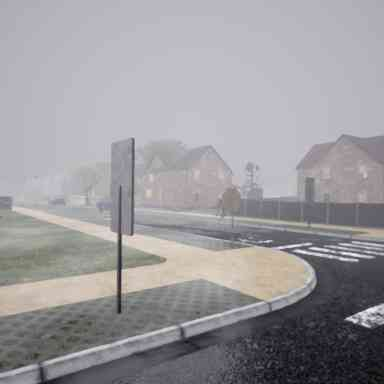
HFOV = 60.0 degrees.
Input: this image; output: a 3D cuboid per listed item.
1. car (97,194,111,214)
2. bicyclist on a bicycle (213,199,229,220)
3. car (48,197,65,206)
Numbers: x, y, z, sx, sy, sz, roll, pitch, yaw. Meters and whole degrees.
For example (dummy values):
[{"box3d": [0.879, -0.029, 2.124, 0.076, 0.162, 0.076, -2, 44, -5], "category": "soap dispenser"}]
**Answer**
[{"box3d": [-8.384, 1.235, 35.839, 2.150, 2.045, 5.566, 1, -1, -36], "category": "car"}, {"box3d": [2.296, 1.347, 25.991, 1.656, 1.620, 0.582, 0, 0, -36], "category": "bicyclist on a bicycle"}, {"box3d": [-22.621, 1.583, 55.581, 1.837, 1.490, 4.892, 1, -2, -36], "category": "car"}]
